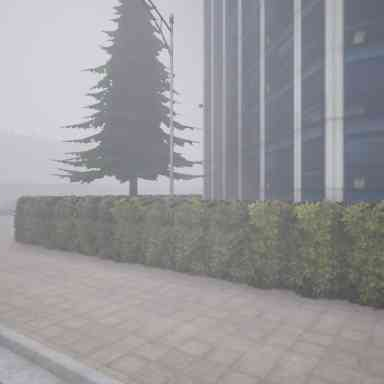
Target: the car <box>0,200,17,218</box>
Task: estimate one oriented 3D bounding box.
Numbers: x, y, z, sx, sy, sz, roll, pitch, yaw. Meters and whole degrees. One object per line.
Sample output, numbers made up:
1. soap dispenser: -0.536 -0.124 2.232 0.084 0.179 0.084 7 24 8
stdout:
1. car: -15.562 1.436 26.763 2.128 1.511 4.902 0 0 35
